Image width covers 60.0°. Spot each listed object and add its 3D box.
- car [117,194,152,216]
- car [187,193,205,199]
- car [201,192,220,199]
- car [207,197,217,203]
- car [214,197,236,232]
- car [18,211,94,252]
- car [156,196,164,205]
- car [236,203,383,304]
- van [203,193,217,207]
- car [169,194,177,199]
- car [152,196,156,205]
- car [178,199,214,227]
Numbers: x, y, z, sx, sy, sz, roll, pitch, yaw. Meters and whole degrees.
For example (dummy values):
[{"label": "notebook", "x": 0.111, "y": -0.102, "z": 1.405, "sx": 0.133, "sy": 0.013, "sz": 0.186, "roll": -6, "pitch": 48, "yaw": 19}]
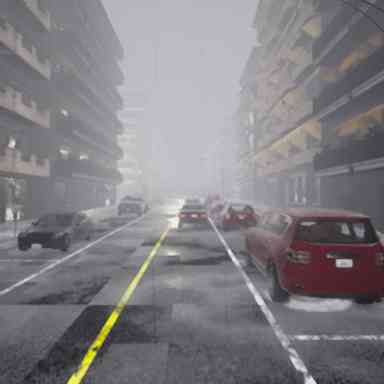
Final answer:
[{"label": "car", "x": -5.311, "y": 1.129, "z": 30.135, "sx": 2.192, "sy": 1.841, "sz": 5.009, "roll": 1, "pitch": 0, "yaw": 0}, {"label": "car", "x": 0.076, "y": 1.259, "z": 39.892, "sx": 2.128, "sy": 1.511, "sz": 4.902, "roll": 0, "pitch": 0, "yaw": 0}, {"label": "car", "x": 2.527, "y": 1.078, "z": 41.148, "sx": 2.192, "sy": 1.841, "sz": 5.009, "roll": 1, "pitch": 0, "yaw": 0}, {"label": "car", "x": 2.529, "y": 1.398, "z": 30.087, "sx": 1.802, "sy": 1.307, "sz": 4.206, "roll": 1, "pitch": 0, "yaw": 0}, {"label": "car", "x": 2.540, "y": 1.317, "z": 19.023, "sx": 1.967, "sy": 1.590, "sz": 4.097, "roll": 1, "pitch": 0, "yaw": 0}, {"label": "car", "x": -5.305, "y": 1.474, "z": 13.547, "sx": 1.947, "sy": 1.339, "sz": 4.313, "roll": 1, "pitch": 0, "yaw": 0}, {"label": "car", "x": -5.334, "y": 1.298, "z": 52.261, "sx": 1.802, "sy": 1.307, "sz": 4.206, "roll": 1, "pitch": 0, "yaw": 0}, {"label": "car", "x": 2.551, "y": 1.261, "z": 7.959, "sx": 2.192, "sy": 1.841, "sz": 5.009, "roll": 1, "pitch": 0, "yaw": 0}, {"label": "van", "x": 2.522, "y": 1.081, "z": 46.680, "sx": 1.690, "sy": 1.788, "sz": 3.998, "roll": 1, "pitch": 0, "yaw": 0}, {"label": "car", "x": -5.359, "y": 1.136, "z": 90.341, "sx": 1.947, "sy": 1.339, "sz": 4.313, "roll": 1, "pitch": 0, "yaw": 0}, {"label": "car", "x": -5.321, "y": 1.332, "z": 35.667, "sx": 1.887, "sy": 1.381, "sz": 4.507, "roll": 1, "pitch": 0, "yaw": 0}, {"label": "car", "x": 0.087, "y": 1.409, "z": 21.627, "sx": 2.033, "sy": 1.411, "sz": 5.357, "roll": 0, "pitch": 0, "yaw": 0}]
